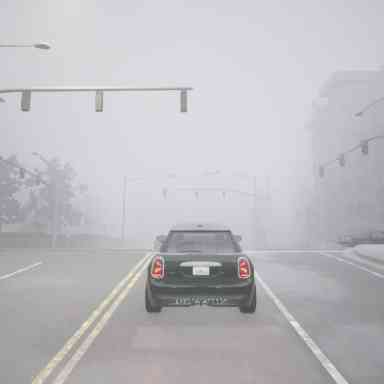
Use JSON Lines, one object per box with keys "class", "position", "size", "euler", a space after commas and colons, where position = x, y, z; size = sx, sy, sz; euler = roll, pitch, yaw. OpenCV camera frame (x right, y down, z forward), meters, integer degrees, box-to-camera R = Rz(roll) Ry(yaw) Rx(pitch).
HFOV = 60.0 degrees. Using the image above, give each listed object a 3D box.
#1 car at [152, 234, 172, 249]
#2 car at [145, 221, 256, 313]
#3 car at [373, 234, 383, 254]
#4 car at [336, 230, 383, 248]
{"class": "car", "position": [-3.039, 5.235, 34.804], "size": [1.837, 1.490, 4.892], "euler": [0, -9, -3]}
{"class": "car", "position": [0.178, 1.486, 8.130], "size": [2.097, 1.767, 4.553], "euler": [0, -1, 0]}
{"class": "car", "position": [17.225, 4.278, 26.170], "size": [4.892, 1.490, 1.837], "euler": [5, -9, 1]}
{"class": "car", "position": [12.630, 3.332, 22.404], "size": [5.357, 1.411, 2.033], "euler": [5, -10, -2]}
